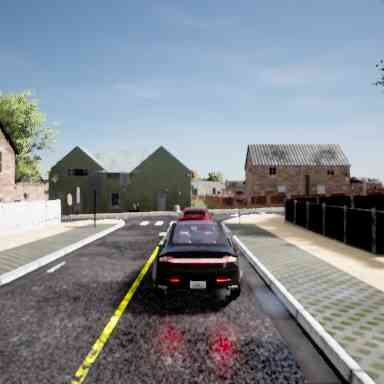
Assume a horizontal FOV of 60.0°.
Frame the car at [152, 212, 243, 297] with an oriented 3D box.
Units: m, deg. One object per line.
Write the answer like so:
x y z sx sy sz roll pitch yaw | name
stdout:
0.118 1.485 8.524 2.128 1.511 4.902 0 0 0 | car

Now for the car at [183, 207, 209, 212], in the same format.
0.184 1.513 17.757 1.812 1.442 4.674 0 0 2 | car
